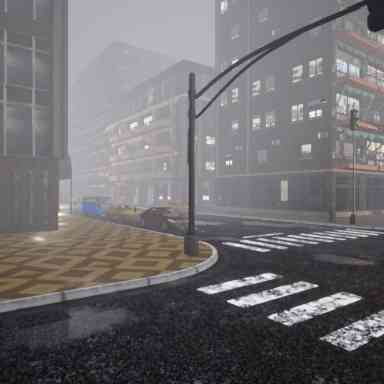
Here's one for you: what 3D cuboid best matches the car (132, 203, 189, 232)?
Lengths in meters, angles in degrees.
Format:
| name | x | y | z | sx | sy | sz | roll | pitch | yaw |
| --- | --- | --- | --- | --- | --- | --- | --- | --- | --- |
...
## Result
| name | x | y | z | sx | sy | sz | roll | pitch | yaw |
| --- | --- | --- | --- | --- | --- | --- | --- | --- | --- |
| car | -1.683 | 1.526 | 19.825 | 1.802 | 1.307 | 4.206 | 0 | 0 | -36 |

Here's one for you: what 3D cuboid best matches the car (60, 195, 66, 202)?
| name | x | y | z | sx | sy | sz | roll | pitch | yaw |
| --- | --- | --- | --- | --- | --- | --- | --- | --- | --- |
| car | -27.877 | 1.361 | 70.733 | 1.967 | 1.590 | 4.097 | 0 | 0 | -36 |

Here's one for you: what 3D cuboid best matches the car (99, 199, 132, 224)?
| name | x | y | z | sx | sy | sz | roll | pitch | yaw |
| --- | --- | --- | --- | --- | --- | --- | --- | --- | --- |
| car | -4.883 | 1.459 | 24.289 | 1.752 | 1.417 | 4.829 | 0 | 0 | -36 |

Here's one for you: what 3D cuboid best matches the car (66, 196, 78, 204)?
| name | x | y | z | sx | sy | sz | roll | pitch | yaw |
| --- | --- | --- | --- | --- | --- | --- | --- | --- | --- |
| car | -21.375 | 1.448 | 61.667 | 1.752 | 1.417 | 4.829 | 0 | 0 | -36 |

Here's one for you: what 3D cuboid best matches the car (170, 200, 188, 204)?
| name | x | y | z | sx | sy | sz | roll | pitch | yaw |
| --- | --- | --- | --- | --- | --- | --- | --- | --- | --- |
| car | -1.572 | 1.488 | 34.051 | 1.752 | 1.417 | 4.829 | 0 | 0 | -36 |

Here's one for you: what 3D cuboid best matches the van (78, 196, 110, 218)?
| name | x | y | z | sx | sy | sz | roll | pitch | yaw |
| --- | --- | --- | --- | --- | --- | --- | --- | --- | --- |
| van | -8.282 | 1.266 | 29.030 | 1.690 | 1.788 | 3.998 | 0 | 0 | -36 |
